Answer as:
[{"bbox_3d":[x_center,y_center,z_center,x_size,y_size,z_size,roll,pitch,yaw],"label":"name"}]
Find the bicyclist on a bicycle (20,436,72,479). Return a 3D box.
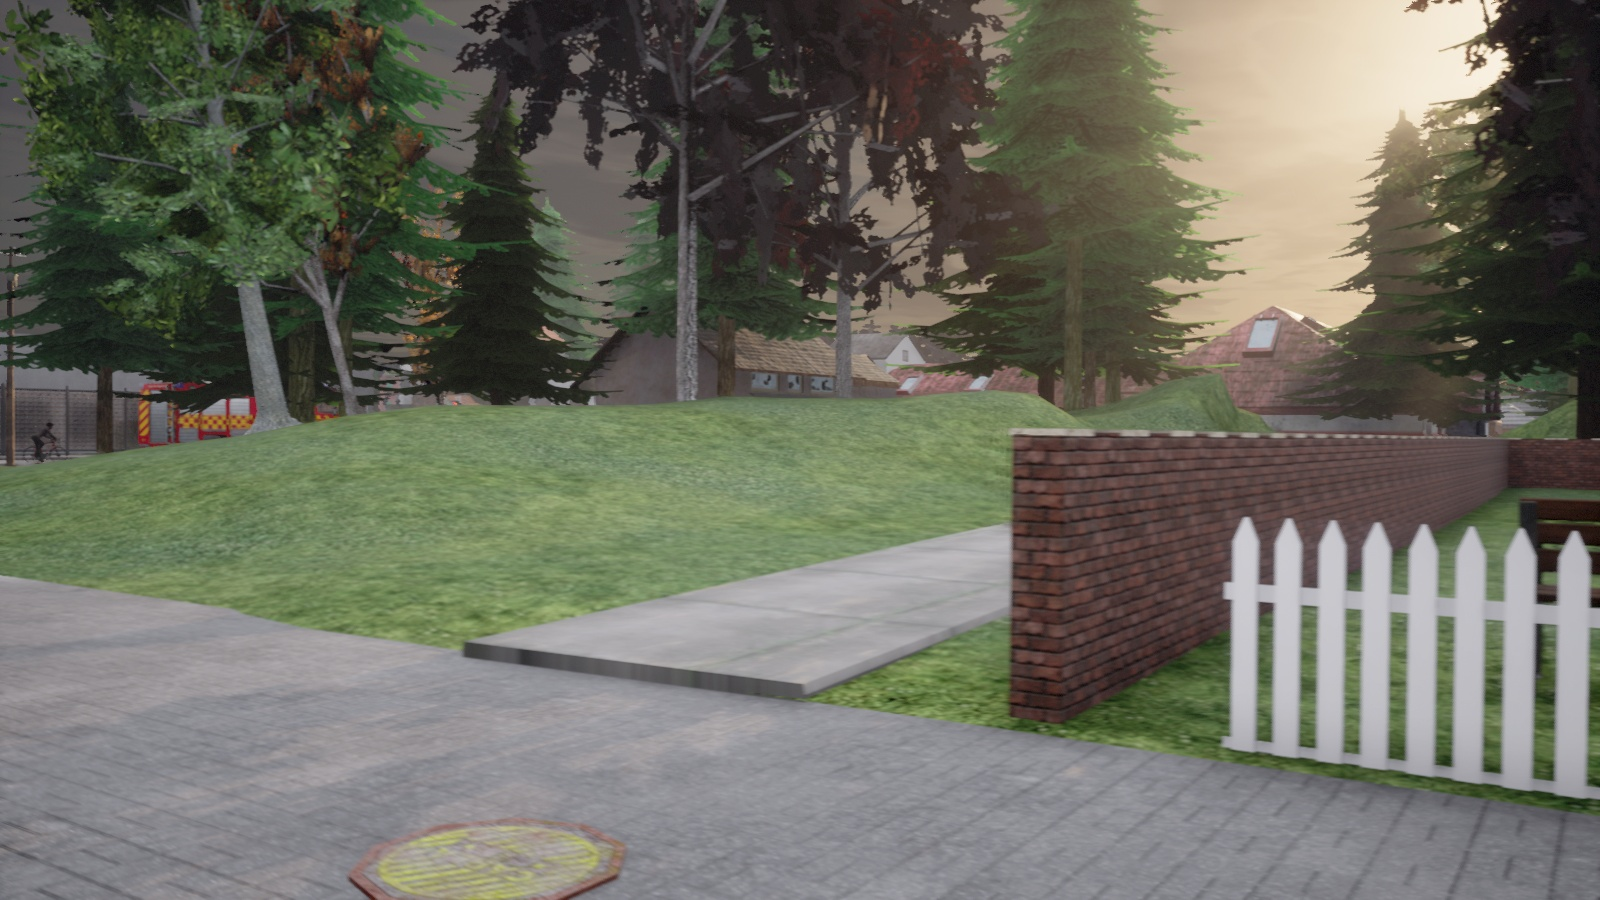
[{"bbox_3d":[-29.527,0.281,49.178,0.582,1.620,1.656,0,1,34],"label":"bicyclist on a bicycle"}]

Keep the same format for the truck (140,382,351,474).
[{"bbox_3d":[-24.697,-0.980,56.437,2.891,3.827,8.468,0,1,32],"label":"truck"}]
